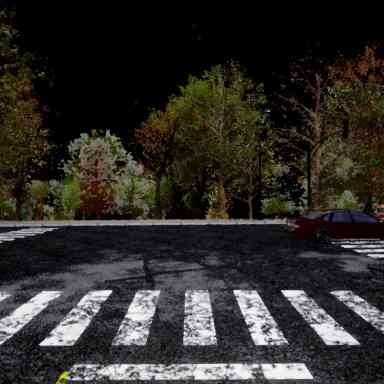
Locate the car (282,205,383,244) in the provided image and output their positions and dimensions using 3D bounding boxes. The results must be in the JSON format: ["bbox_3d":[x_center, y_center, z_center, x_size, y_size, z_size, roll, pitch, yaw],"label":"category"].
[{"bbox_3d":[6.769,1.443,14.566,5.357,1.411,2.033,-1,-1,1],"label":"car"}]
